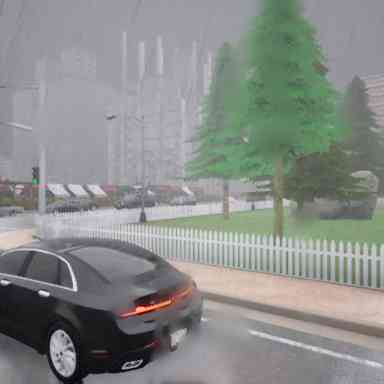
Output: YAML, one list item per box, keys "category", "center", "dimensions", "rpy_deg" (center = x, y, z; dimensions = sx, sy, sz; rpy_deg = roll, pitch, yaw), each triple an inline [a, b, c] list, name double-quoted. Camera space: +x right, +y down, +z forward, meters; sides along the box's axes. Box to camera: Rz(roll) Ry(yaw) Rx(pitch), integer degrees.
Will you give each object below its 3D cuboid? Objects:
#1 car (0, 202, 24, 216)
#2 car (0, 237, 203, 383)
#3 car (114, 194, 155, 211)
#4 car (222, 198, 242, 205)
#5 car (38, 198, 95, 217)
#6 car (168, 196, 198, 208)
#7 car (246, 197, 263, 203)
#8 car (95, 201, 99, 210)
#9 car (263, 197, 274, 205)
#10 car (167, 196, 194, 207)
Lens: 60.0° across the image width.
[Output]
- category: "car"
  center: [-17.970, 1.599, 30.006]
  dimensions: [1.895, 1.301, 4.718]
  rpy_deg: [0, 0, 36]
- category: "car"
  center: [-2.121, 1.505, 5.440]
  dimensions: [4.892, 1.490, 1.837]
  rpy_deg: [0, 0, 36]
- category: "car"
  center: [-6.804, 1.220, 40.240]
  dimensions: [2.150, 2.045, 5.566]
  rpy_deg: [0, 0, 34]
- category: "car"
  center: [6.403, 1.524, 53.270]
  dimensions: [1.812, 1.442, 4.674]
  rpy_deg: [0, 0, 34]
- category: "car"
  center: [-12.276, 1.490, 32.092]
  dimensions: [2.128, 1.511, 4.902]
  rpy_deg: [0, 0, 34]
- category: "car"
  center: [-1.101, 1.350, 48.703]
  dimensions: [2.097, 1.767, 4.553]
  rpy_deg: [0, 0, 34]
- category: "car"
  center: [11.889, 1.220, 61.459]
  dimensions: [2.150, 2.045, 5.566]
  rpy_deg: [0, 0, 34]
- category: "car"
  center: [-12.835, 1.476, 37.538]
  dimensions: [1.882, 1.535, 5.008]
  rpy_deg: [0, 0, 34]
- category: "car"
  center: [14.987, 1.563, 59.794]
  dimensions: [1.994, 1.385, 4.181]
  rpy_deg: [0, 0, 34]
- category: "car"
  center: [-1.834, 1.503, 53.865]
  dimensions: [1.837, 1.490, 4.892]
  rpy_deg: [0, 0, 34]
